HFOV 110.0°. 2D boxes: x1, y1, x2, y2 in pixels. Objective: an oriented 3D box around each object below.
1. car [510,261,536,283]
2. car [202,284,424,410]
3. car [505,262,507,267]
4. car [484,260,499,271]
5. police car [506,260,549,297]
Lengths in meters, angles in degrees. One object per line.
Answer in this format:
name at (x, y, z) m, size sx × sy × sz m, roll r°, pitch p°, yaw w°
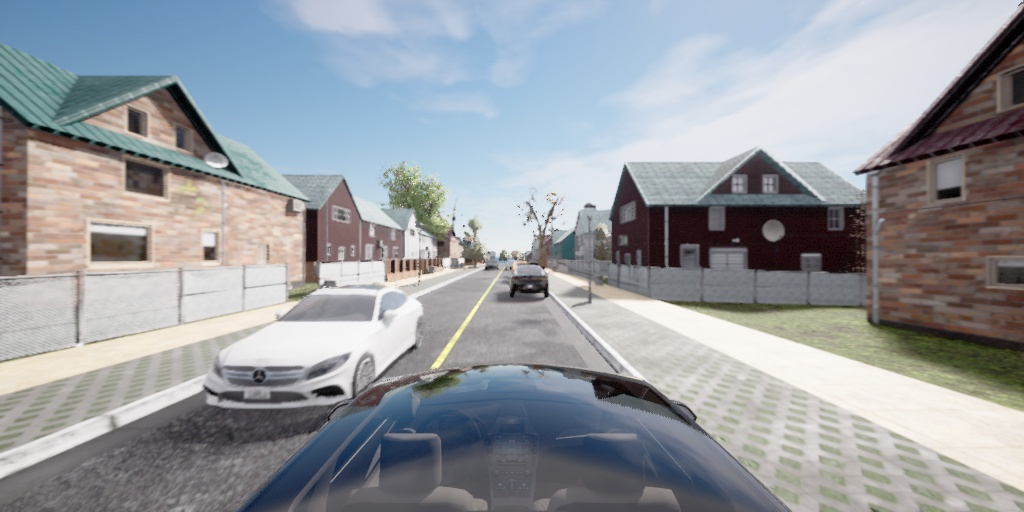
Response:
car at (0.824, 1.215, 28.737) m, size 1.882 × 1.535 × 5.008 m, roll 0°, pitch 0°, yaw 0°
car at (-2.851, 1.272, 6.341) m, size 1.812 × 1.442 × 4.674 m, roll 0°, pitch 0°, yaw 0°
car at (0.005, 1.323, 53.031) m, size 1.812 × 1.442 × 4.674 m, roll 0°, pitch 0°, yaw 0°
car at (-2.813, 1.295, 50.738) m, size 1.837 × 1.490 × 4.892 m, roll 0°, pitch -1°, yaw 0°
police car at (0.824, 1.162, 18.847) m, size 1.930 × 1.638 × 5.238 m, roll 0°, pitch 0°, yaw 0°
